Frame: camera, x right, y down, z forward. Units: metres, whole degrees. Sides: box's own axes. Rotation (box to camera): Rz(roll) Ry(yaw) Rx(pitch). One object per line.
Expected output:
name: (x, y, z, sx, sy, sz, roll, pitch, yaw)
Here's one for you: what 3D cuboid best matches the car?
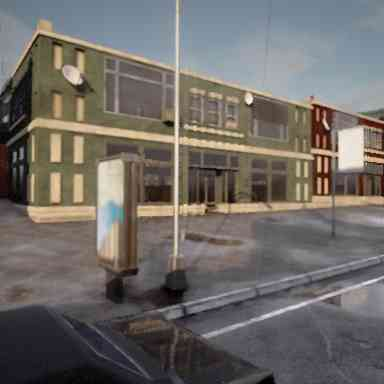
car: (-1.715, 1.620, 1.958, 4.718, 1.301, 1.895, 0, -1, -37)
